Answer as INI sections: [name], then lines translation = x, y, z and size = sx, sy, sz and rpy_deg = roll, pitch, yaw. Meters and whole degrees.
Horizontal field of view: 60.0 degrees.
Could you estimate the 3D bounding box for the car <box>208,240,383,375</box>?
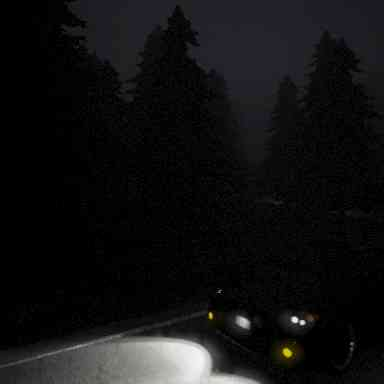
[car]
translation = 2.309, 1.564, 5.616
size = 4.181, 1.385, 1.994
rpy_deg = 0, 0, -35
